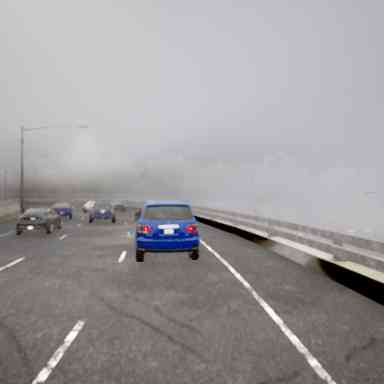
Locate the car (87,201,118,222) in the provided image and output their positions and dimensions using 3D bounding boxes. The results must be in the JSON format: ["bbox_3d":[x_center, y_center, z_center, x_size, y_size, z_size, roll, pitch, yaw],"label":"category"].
[{"bbox_3d":[-7.915,1.657,29.302,2.097,1.767,4.553,0,0,-16],"label":"car"}]

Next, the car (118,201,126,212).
[{"bbox_3d":[-10.429,1.998,46.069,1.812,1.442,4.674,0,-1,-24],"label":"car"}]

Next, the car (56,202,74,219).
[{"bbox_3d":[-12.946,1.830,33.293,1.882,1.535,5.008,0,-1,-19],"label":"car"}]

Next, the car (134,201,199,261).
[{"bbox_3d":[-1.049,1.354,13.099,2.150,2.045,5.566,0,0,-7],"label":"car"}]

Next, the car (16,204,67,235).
[{"bbox_3d":[-9.332,1.727,20.610,1.837,1.490,4.892,0,0,-11],"label":"car"}]

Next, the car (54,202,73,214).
[{"bbox_3d":[-16.432,2.012,42.379,1.994,1.385,4.181,0,-1,-24],"label":"car"}]

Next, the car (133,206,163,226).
[{"bbox_3d":[-3.634,1.873,26.973,1.895,1.301,4.718,0,-1,-14],"label":"car"}]

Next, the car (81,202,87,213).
[{"bbox_3d":[-13.545,1.989,44.490,1.812,1.442,4.674,0,-1,-24],"label":"car"}]
